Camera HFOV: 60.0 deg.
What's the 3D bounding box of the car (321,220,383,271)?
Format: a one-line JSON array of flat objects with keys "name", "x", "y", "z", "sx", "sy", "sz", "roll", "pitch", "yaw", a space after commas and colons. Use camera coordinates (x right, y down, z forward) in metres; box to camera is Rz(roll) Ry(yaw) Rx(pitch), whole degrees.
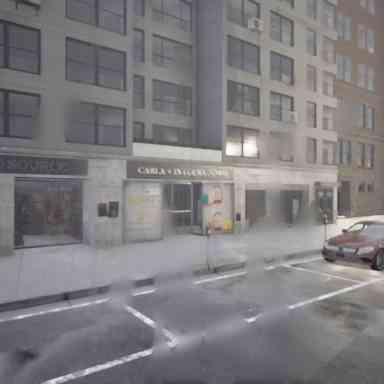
[{"name": "car", "x": 5.990, "y": 1.591, "z": 10.851, "sx": 4.206, "sy": 1.307, "sz": 1.802, "roll": 0, "pitch": 0, "yaw": -36}]
